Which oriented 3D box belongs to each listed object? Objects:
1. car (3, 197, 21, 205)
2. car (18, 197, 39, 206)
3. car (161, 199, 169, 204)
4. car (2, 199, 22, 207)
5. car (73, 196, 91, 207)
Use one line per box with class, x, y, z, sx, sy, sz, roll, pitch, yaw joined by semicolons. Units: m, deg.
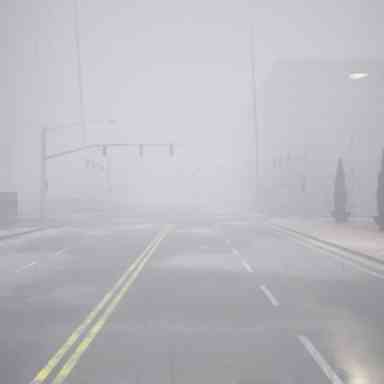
car;-43.596;2.059;80.679;1.932;1.855;4.605;0;-1;0
car;-32.522;2.133;65.625;1.970;1.475;3.806;0;-1;0
car;-6.987;2.531;87.172;1.994;1.385;4.181;0;-1;0
car;-35.417;2.101;65.636;1.784;1.438;3.905;0;-1;0
car;-26.698;2.302;80.704;1.970;1.475;3.806;0;-1;0
